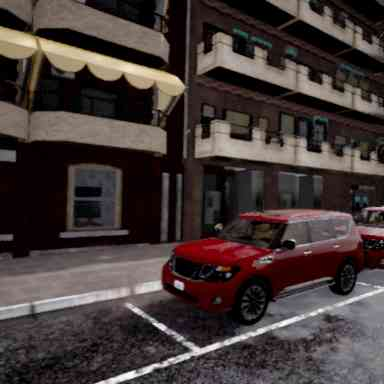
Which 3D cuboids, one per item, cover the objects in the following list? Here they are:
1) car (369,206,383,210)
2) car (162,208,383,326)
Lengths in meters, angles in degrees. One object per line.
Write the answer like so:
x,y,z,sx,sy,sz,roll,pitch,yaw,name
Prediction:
6.332,1.395,10.582,5.009,1.841,2.192,0,1,-35,car
1.829,1.355,7.372,5.009,1.841,2.192,0,1,-35,car
